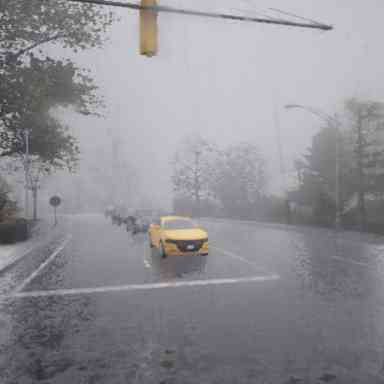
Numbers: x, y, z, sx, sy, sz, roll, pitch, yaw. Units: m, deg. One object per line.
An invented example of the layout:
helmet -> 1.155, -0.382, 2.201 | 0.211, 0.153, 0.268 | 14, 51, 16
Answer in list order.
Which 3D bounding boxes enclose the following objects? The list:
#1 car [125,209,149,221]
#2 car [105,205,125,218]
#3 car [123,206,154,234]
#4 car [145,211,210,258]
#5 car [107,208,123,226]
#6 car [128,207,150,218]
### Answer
car -> -7.310, 2.988, 43.559 | 1.994, 1.385, 4.181 | 0, -2, -26
car -> -12.009, 3.038, 52.349 | 2.150, 2.045, 5.566 | 0, -2, -30
car -> -3.404, 2.015, 23.989 | 2.097, 1.767, 4.553 | 0, -2, -18
car -> -0.684, 1.817, 14.567 | 1.882, 1.535, 5.008 | 0, -2, -15
car -> -6.852, 2.611, 33.619 | 2.033, 1.411, 5.357 | 0, -2, -23
car -> -8.552, 3.259, 53.284 | 1.882, 1.535, 5.008 | 0, -2, -30
